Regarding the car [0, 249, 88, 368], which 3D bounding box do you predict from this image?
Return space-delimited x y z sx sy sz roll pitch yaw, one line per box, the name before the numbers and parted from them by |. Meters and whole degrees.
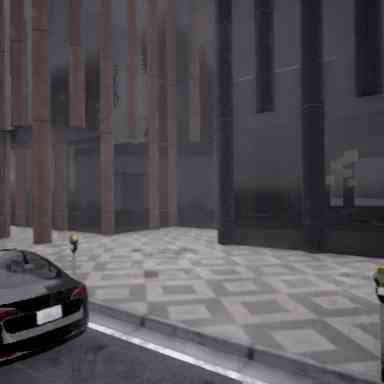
car | -3.512 1.625 5.471 4.313 1.339 1.947 -1 0 36
